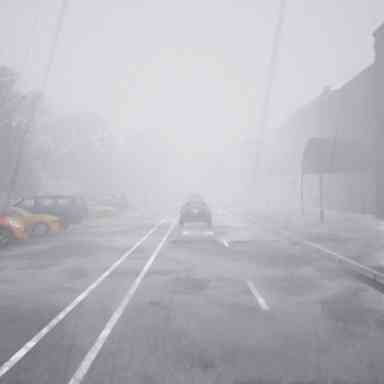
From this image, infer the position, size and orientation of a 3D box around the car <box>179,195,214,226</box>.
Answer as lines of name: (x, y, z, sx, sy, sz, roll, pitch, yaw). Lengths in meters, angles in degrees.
car: (0.231, 1.329, 23.634, 2.097, 1.767, 4.553, 0, 0, 0)

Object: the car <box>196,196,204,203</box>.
car: (2.308, 2.091, 92.032, 2.097, 1.767, 4.553, 0, -1, 3)

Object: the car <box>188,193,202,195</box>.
car: (0.344, 1.140, 40.623, 2.150, 2.045, 5.566, 0, 1, 1)

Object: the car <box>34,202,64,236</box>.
car: (-9.367, 1.477, 16.923, 5.008, 1.535, 2.097, -1, 0, -20)

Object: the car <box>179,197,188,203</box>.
car: (-2.078, 2.157, 84.987, 1.837, 1.490, 4.892, 0, -1, 3)

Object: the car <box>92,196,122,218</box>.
car: (-9.122, 1.438, 28.835, 5.366, 1.575, 1.946, -1, 0, -20)

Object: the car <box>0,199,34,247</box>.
car: (-9.407, 1.357, 13.948, 4.553, 1.767, 2.185, -1, 0, -20)

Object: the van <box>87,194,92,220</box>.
van: (-9.432, 1.239, 22.793, 4.442, 1.987, 1.878, -1, 0, -20)

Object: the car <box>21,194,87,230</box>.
car: (-9.373, 1.220, 19.867, 5.566, 2.045, 2.435, -1, 0, -20)

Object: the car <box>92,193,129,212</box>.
car: (-9.246, 1.180, 31.733, 5.566, 2.045, 2.435, -1, 0, -20)
